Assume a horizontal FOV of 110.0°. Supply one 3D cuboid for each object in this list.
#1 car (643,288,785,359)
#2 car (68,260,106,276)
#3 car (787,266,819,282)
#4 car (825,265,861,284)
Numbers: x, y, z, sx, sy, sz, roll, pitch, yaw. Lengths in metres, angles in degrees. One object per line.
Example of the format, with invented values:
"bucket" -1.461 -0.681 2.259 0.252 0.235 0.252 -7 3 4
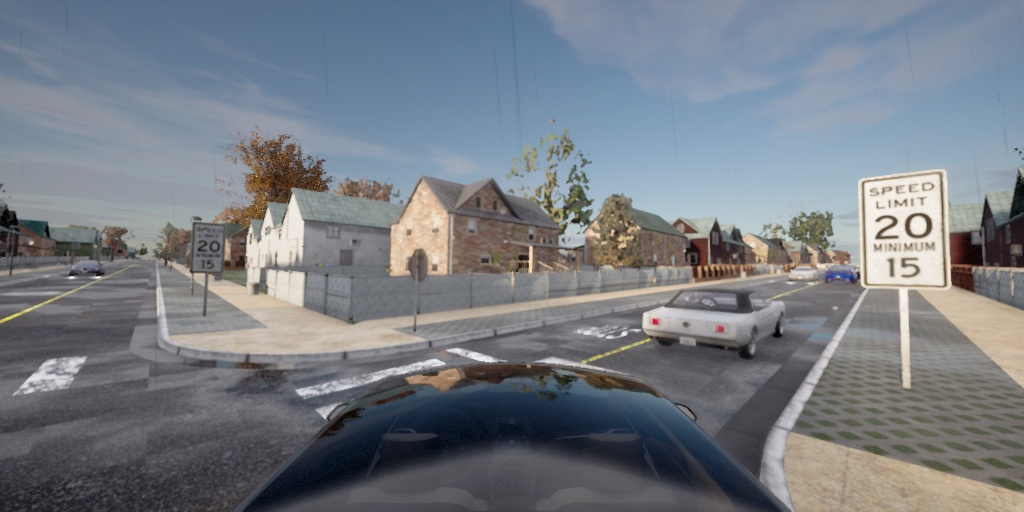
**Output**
"car" 5.075 1.419 8.632 4.718 1.301 1.895 1 -2 -44
"car" -39.796 1.122 33.690 1.812 1.442 4.674 4 -3 -45
"car" 28.544 1.743 35.058 4.674 1.442 1.812 1 -2 -44
"car" 29.114 1.614 31.707 5.008 1.535 1.882 1 -2 -43
